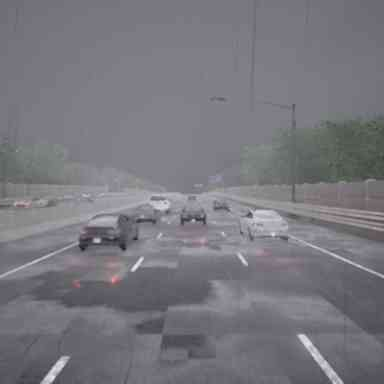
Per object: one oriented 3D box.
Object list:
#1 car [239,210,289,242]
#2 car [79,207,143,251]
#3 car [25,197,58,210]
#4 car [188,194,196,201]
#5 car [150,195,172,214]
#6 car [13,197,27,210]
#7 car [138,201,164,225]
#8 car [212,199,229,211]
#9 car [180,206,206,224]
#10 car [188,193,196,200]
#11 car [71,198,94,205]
[{"bbox_3d":[3.600,1.636,17.067,1.812,1.442,4.674,0,0,0],"label":"car"},{"bbox_3d":[-3.500,1.625,14.567,1.812,1.442,4.674,0,0,0],"label":"car"},{"bbox_3d":[-17.593,1.608,39.683,1.812,1.442,4.674,0,0,0],"label":"car"},{"bbox_3d":[-0.002,1.247,74.219,1.837,1.490,4.892,0,1,0],"label":"car"},{"bbox_3d":[-3.501,1.318,36.604,2.150,2.045,5.566,0,0,0],"label":"car"},{"bbox_3d":[-21.086,1.414,43.061,2.097,1.767,4.553,0,0,0],"label":"car"},{"bbox_3d":[-3.500,1.684,25.570,1.994,1.385,4.181,0,0,0],"label":"car"},{"bbox_3d":[3.599,1.616,42.481,2.033,1.411,5.357,0,0,0],"label":"car"},{"bbox_3d":[0.069,1.721,25.556,1.895,1.301,4.718,0,0,-1],"label":"car"},{"bbox_3d":[-0.003,1.162,85.762,2.128,1.511,4.902,0,0,0],"label":"car"},{"bbox_3d":[-14.088,1.568,42.995,1.837,1.490,4.892,0,0,0],"label":"car"}]
